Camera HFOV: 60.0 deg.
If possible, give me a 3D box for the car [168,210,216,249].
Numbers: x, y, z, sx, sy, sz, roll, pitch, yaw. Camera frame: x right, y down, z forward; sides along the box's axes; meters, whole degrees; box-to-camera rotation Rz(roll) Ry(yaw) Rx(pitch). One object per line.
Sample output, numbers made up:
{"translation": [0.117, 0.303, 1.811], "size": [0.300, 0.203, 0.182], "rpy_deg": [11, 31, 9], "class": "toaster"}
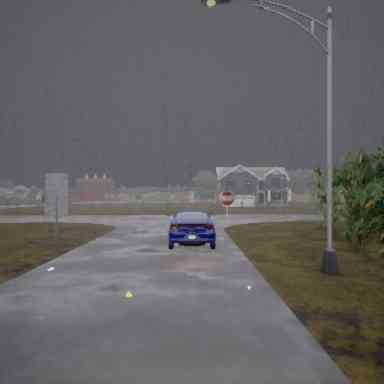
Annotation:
{"translation": [0.000, 1.506, 14.652], "size": [1.882, 1.535, 5.008], "rpy_deg": [0, 0, 0], "class": "car"}
